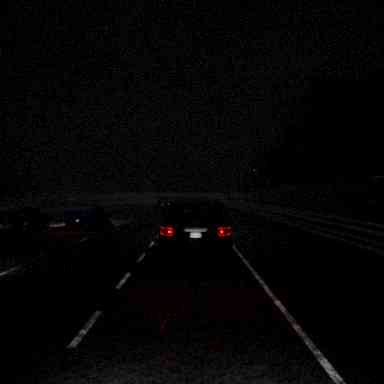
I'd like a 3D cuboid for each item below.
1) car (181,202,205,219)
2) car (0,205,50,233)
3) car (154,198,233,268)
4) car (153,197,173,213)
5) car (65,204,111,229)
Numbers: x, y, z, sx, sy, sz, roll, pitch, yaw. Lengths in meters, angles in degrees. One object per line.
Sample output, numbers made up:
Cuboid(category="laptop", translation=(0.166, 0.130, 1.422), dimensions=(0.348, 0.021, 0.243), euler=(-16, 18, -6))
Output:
Cuboid(category="car", translation=(0.092, 1.710, 31.737), dimensions=(2.033, 1.411, 5.357), euler=(0, 0, 0))
Cuboid(category="car", translation=(-10.405, 1.592, 20.335), dimensions=(1.837, 1.490, 4.892), euler=(0, 0, 0))
Cuboid(category="car", translation=(0.097, 1.254, 11.526), dimensions=(2.150, 2.045, 5.566), euler=(0, 0, 0))
Cuboid(category="car", translation=(-3.510, 1.579, 41.648), dimensions=(2.097, 1.767, 4.553), euler=(0, 0, 0))
Cuboid(category="car", translation=(-6.906, 1.579, 22.533), dimensions=(1.882, 1.535, 5.008), euler=(0, 0, 0))
